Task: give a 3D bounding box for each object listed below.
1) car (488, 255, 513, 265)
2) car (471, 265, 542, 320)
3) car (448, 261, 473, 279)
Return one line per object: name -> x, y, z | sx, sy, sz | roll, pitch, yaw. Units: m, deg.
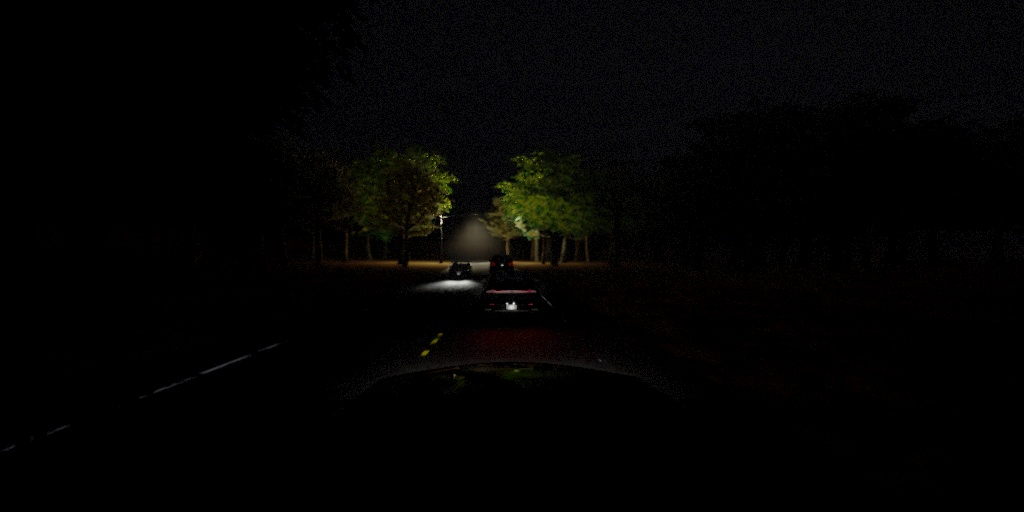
car -> -1.039, 0.900, 34.331 | 2.150, 2.045, 5.566 | 0, 0, -4
car -> -0.065, 1.230, 12.557 | 2.128, 1.511, 4.902 | 0, 0, -1
car -> -4.471, 1.194, 31.617 | 2.128, 1.511, 4.902 | 0, 0, -3
